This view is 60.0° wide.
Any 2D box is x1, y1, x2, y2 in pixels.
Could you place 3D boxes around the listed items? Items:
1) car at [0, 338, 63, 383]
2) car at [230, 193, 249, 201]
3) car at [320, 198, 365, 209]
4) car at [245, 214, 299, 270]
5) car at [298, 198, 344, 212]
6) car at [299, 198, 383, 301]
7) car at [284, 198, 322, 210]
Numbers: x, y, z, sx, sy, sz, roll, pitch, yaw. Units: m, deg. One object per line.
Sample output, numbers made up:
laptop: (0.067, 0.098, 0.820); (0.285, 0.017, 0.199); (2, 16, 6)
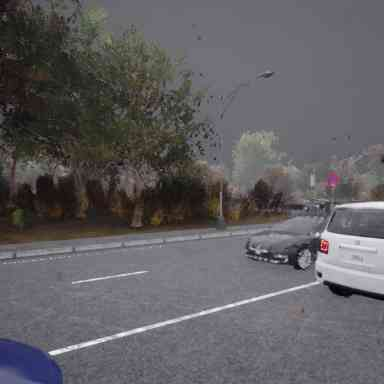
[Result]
car: (-3.051, 1.526, 1.567); (4.674, 1.442, 1.812); (0, 0, -36)
car: (7.322, 1.213, 47.097); (2.150, 2.045, 5.566); (0, 0, -32)
car: (20.695, 1.547, 45.959); (2.033, 1.411, 5.357); (0, 0, -32)
car: (3.892, 1.505, 11.076); (4.892, 1.490, 1.837); (0, 0, -36)
car: (15.595, 1.491, 40.550); (2.128, 1.511, 4.902); (0, 0, -32)
car: (5.071, 1.221, 7.369); (5.566, 2.045, 2.150); (0, 0, -35)
car: (12.565, 1.492, 38.767); (2.128, 1.511, 4.902); (0, 0, -33)
